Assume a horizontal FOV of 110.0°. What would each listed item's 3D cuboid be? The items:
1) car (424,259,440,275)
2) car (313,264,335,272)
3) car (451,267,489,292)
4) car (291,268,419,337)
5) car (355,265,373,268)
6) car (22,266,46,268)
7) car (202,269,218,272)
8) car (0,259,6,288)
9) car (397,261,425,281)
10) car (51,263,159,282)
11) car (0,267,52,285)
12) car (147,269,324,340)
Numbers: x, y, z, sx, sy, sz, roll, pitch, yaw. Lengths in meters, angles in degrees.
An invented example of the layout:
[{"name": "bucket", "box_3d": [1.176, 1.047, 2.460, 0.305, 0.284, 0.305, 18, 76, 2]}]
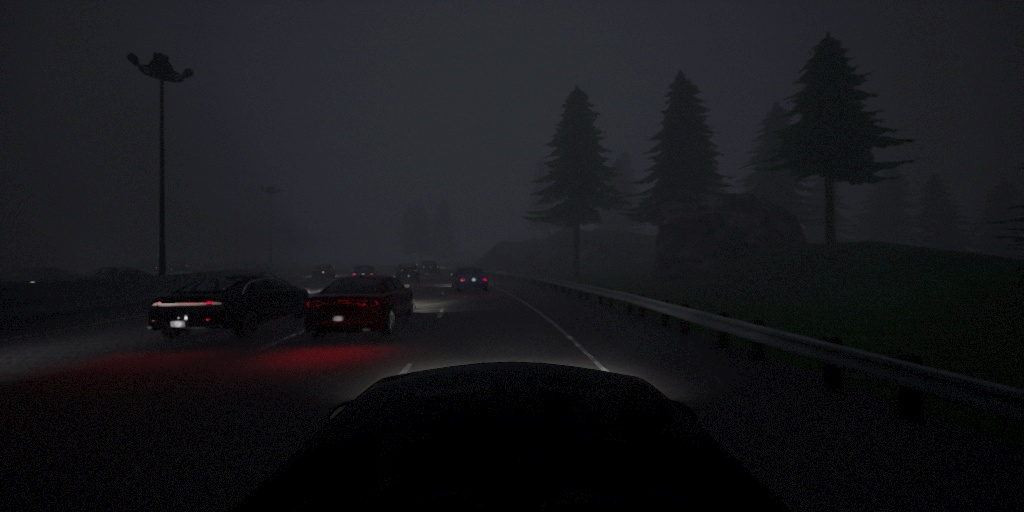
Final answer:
[{"name": "car", "box_3d": [-9.804, 1.279, 41.174, 2.097, 1.767, 4.553, 0, 0, -26]}, {"name": "car", "box_3d": [-18.888, 1.520, 36.037, 1.994, 1.385, 4.181, 0, 0, -25]}, {"name": "car", "box_3d": [-2.694, 1.377, 22.232, 2.033, 1.411, 5.357, 0, 0, -14]}, {"name": "car", "box_3d": [-4.189, 1.277, 10.589, 1.882, 1.535, 5.008, 0, 0, -6]}, {"name": "car", "box_3d": [-12.188, 1.449, 29.493, 2.033, 1.411, 5.357, 0, 0, -21]}, {"name": "car", "box_3d": [-33.106, 1.497, 24.784, 1.837, 1.490, 4.892, 0, 0, -23]}, {"name": "car", "box_3d": [-12.369, 1.427, 17.256, 1.994, 1.385, 4.181, 0, 0, -12]}, {"name": "car", "box_3d": [-35.860, 1.222, 22.454, 2.150, 2.045, 5.566, 0, -1, -22]}, {"name": "car", "box_3d": [-8.940, 1.379, 30.476, 2.128, 1.511, 4.902, 0, 0, -20]}, {"name": "car", "box_3d": [-24.676, 1.432, 22.116, 2.128, 1.511, 4.902, 0, 0, -19]}, {"name": "car", "box_3d": [-28.198, 1.558, 21.831, 1.895, 1.301, 4.718, 0, 0, -19]}, {"name": "car", "box_3d": [-7.677, 1.308, 10.385, 2.128, 1.511, 4.902, 0, 0, -6]}]
